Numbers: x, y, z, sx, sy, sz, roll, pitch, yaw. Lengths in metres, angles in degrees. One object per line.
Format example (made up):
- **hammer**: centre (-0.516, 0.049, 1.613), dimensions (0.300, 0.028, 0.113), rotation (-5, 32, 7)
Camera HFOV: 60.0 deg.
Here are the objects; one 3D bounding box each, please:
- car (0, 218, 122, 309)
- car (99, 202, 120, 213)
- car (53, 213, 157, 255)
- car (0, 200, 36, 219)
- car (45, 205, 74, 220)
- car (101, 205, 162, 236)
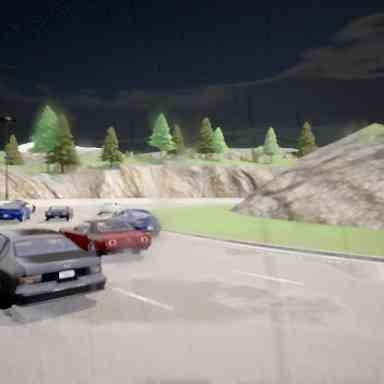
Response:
- **car**: centre (-4.069, 1.601, 8.095), dimensions (2.033, 1.411, 5.357), rotation (1, -1, -43)
- **car**: centre (-9.100, 1.802, 37.194), dimensions (1.812, 1.442, 4.674), rotation (0, 0, -3)
- **car**: centre (-3.572, 1.697, 12.923), dimensions (1.895, 1.301, 4.718), rotation (1, -1, -40)
- **car**: centre (-14.556, 1.648, 27.320), dimensions (1.882, 1.535, 5.008), rotation (0, 0, -16)
- **car**: centre (-11.565, 1.801, 29.324), dimensions (1.895, 1.301, 4.718), rotation (0, 0, -14)
- **car**: centre (-3.345, 1.671, 18.676), dimensions (1.812, 1.442, 4.674), rotation (0, 0, -33)
